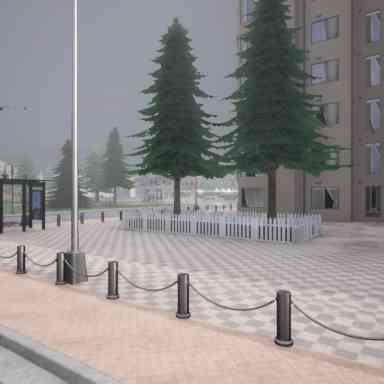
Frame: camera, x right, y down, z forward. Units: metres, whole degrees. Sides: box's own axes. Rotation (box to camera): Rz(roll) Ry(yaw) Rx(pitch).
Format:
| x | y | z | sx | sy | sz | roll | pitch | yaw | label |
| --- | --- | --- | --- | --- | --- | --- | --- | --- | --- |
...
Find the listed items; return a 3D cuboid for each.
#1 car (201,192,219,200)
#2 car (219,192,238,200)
| x | y | z | sx | sy | sz | roll | pitch | yaw | label |
| --- | --- | --- | --- | --- | --- | --- | --- | --- | --- |
| 5.185 | 1.384 | 91.418 | 3.806 | 1.475 | 1.970 | 0 | 0 | 35 | car |
| 9.547 | 1.374 | 84.715 | 3.633 | 1.501 | 1.845 | 0 | 0 | 35 | car |
